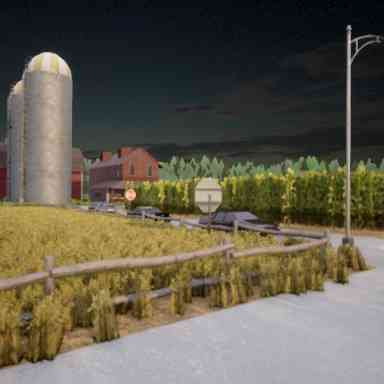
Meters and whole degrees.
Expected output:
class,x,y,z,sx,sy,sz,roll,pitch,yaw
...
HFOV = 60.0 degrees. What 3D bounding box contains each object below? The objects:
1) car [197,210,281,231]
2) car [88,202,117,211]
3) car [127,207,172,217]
class,x,y,z,sx,sy,sz,roll,pitch,yaw
car,2.462,1.757,18.718,2.033,1.411,5.357,1,-1,-36
car,-9.553,1.778,35.457,2.128,1.511,4.902,1,0,-35
car,-3.502,1.869,26.995,1.895,1.301,4.718,1,-1,-36
